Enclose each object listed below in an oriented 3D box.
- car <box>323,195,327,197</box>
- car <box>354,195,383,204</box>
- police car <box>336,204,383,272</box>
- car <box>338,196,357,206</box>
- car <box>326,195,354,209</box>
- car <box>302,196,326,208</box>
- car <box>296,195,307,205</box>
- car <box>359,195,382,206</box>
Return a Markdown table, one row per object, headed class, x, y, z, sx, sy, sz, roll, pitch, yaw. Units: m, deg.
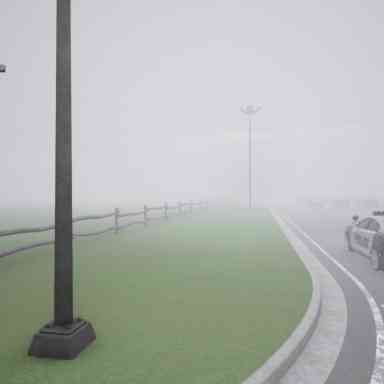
| class | x | y | z | sx | sy | sz | roll | pitch | yaw |
| --- | --- | --- | --- | --- | --- | --- | --- | --- | --- |
| car | 22.524 | 1.352 | 56.267 | 2.097 | 1.767 | 4.553 | 0 | 0 | 11 |
| car | 23.992 | 1.478 | 45.623 | 1.882 | 1.535 | 5.008 | 0 | 0 | 11 |
| police car | 6.417 | 1.425 | 10.799 | 1.930 | 1.638 | 5.238 | 0 | 0 | 11 |
| car | 25.964 | 1.505 | 55.618 | 1.837 | 1.490 | 4.892 | 0 | 0 | 11 |
| car | 20.557 | 1.478 | 46.298 | 1.882 | 1.535 | 5.008 | 0 | 0 | 11 |
| car | 17.157 | 1.601 | 46.893 | 1.895 | 1.301 | 4.718 | 0 | 0 | 11 |
| car | 19.091 | 1.352 | 56.945 | 2.097 | 1.767 | 4.553 | 0 | 0 | 11 |
| car | 29.392 | 1.352 | 54.911 | 2.097 | 1.767 | 4.553 | 0 | 0 | 11 |
